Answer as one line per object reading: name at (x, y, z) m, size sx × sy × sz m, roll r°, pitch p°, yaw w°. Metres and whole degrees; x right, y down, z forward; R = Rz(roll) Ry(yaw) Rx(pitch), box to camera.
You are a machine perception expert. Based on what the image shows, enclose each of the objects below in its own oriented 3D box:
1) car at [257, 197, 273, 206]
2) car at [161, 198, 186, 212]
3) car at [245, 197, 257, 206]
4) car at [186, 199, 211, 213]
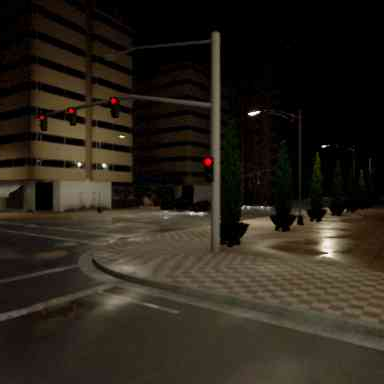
car at (13.100, 1.566, 55.113) m, size 2.128 × 1.511 × 4.902 m, roll 0°, pitch 0°, yaw 35°
car at (-1.728, 1.540, 40.186) m, size 1.882 × 1.535 × 5.008 m, roll 0°, pitch 0°, yaw 35°
car at (10.234, 1.614, 57.122) m, size 2.033 × 1.411 × 5.357 m, roll 0°, pitch 0°, yaw 35°
car at (1.615, 1.625, 38.857) m, size 1.994 × 1.385 × 4.181 m, roll 0°, pitch 0°, yaw 35°
